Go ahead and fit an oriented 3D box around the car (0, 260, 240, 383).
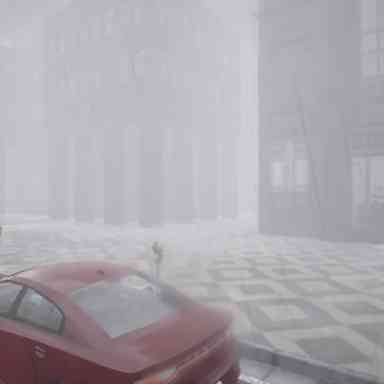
[{"bbox_3d":[-1.624,1.551,4.120,4.507,1.381,1.887,0,0,35],"label":"car"}]
